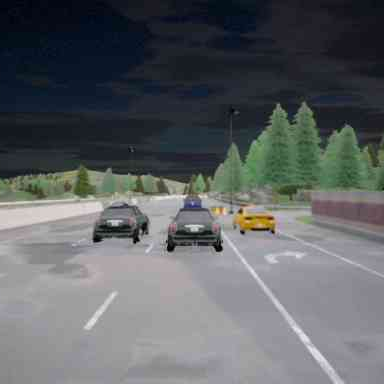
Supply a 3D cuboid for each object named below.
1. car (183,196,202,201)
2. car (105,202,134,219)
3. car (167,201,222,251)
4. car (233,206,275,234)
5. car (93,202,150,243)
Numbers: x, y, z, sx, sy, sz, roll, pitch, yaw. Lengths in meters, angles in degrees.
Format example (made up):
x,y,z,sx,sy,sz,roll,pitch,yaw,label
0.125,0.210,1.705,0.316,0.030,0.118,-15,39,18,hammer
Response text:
x,y,z,sx,sy,sz,roll,pitch,yaw,label
0.086,1.462,40.664,2.150,2.045,5.566,0,0,0,car
-6.911,1.714,32.110,1.812,1.442,4.674,0,0,0,car
0.093,1.438,14.601,2.097,1.767,4.553,0,0,0,car
3.592,1.596,19.959,1.882,1.535,5.008,0,0,0,car
-3.407,1.451,16.844,2.097,1.767,4.553,0,0,0,car
